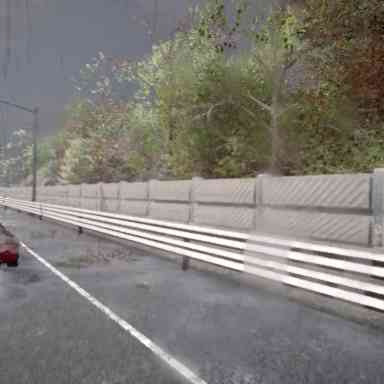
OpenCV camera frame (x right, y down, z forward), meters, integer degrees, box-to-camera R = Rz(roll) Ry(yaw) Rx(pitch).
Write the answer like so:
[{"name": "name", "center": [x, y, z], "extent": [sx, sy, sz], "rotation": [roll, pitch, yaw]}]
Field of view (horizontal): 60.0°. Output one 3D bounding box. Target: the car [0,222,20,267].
[{"name": "car", "center": [-6.864, 1.520, 10.675], "extent": [1.994, 1.385, 4.181], "rotation": [2, -1, -36]}]
